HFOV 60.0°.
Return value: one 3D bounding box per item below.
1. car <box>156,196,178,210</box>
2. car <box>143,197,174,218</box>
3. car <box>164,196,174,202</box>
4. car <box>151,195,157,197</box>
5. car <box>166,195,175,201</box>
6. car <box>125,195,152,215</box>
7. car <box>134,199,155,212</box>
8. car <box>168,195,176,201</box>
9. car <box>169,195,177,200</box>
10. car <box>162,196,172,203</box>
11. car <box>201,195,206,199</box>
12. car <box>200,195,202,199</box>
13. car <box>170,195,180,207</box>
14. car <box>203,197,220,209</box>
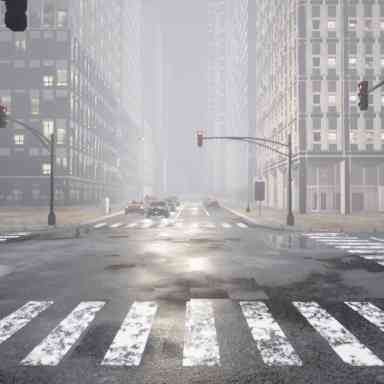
[{"bbox_3d":[-2.964,1.520,39.802,1.837,1.490,4.892,0,0,0],"label":"car"},{"bbox_3d":[-2.997,1.516,30.353,1.837,1.490,4.892,0,0,0],"label":"car"},{"bbox_3d":[-5.410,1.581,78.415,2.008,1.369,4.403,1,0,0],"label":"car"},{"bbox_3d":[-5.519,1.332,44.965,2.192,1.841,5.009,1,0,0],"label":"car"},{"bbox_3d":[-5.392,1.578,83.990,1.887,1.381,4.507,1,0,0],"label":"car"},{"bbox_3d":[-5.559,1.453,33.814,1.967,1.590,4.097,1,0,0],"label":"car"},{"bbox_3d":[-5.544,1.597,39.389,1.802,1.307,4.206,1,0,0],"label":"car"},{"bbox_3d":[-5.373,1.587,89.565,2.008,1.369,4.403,1,0,0],"label":"car"},{"bbox_3d":[-5.355,1.604,95.141,1.947,1.339,4.313,1,0,0],"label":"car"},{"bbox_3d":[-5.429,1.573,72.840,1.887,1.381,4.507,1,0,0],"label":"car"},{"bbox_3d":[2.896,1.547,56.324,1.752,1.417,4.829,1,0,0],"label":"car"},{"bbox_3d":[2.913,1.590,61.731,1.947,1.339,4.313,1,0,0],"label":"car"},{"bbox_3d":[-2.915,1.372,51.272,2.097,1.767,4.553,0,0,1],"label":"car"},{"bbox_3d":[2.855,1.599,44.998,1.802,1.307,4.206,1,0,0],"label":"car"}]
